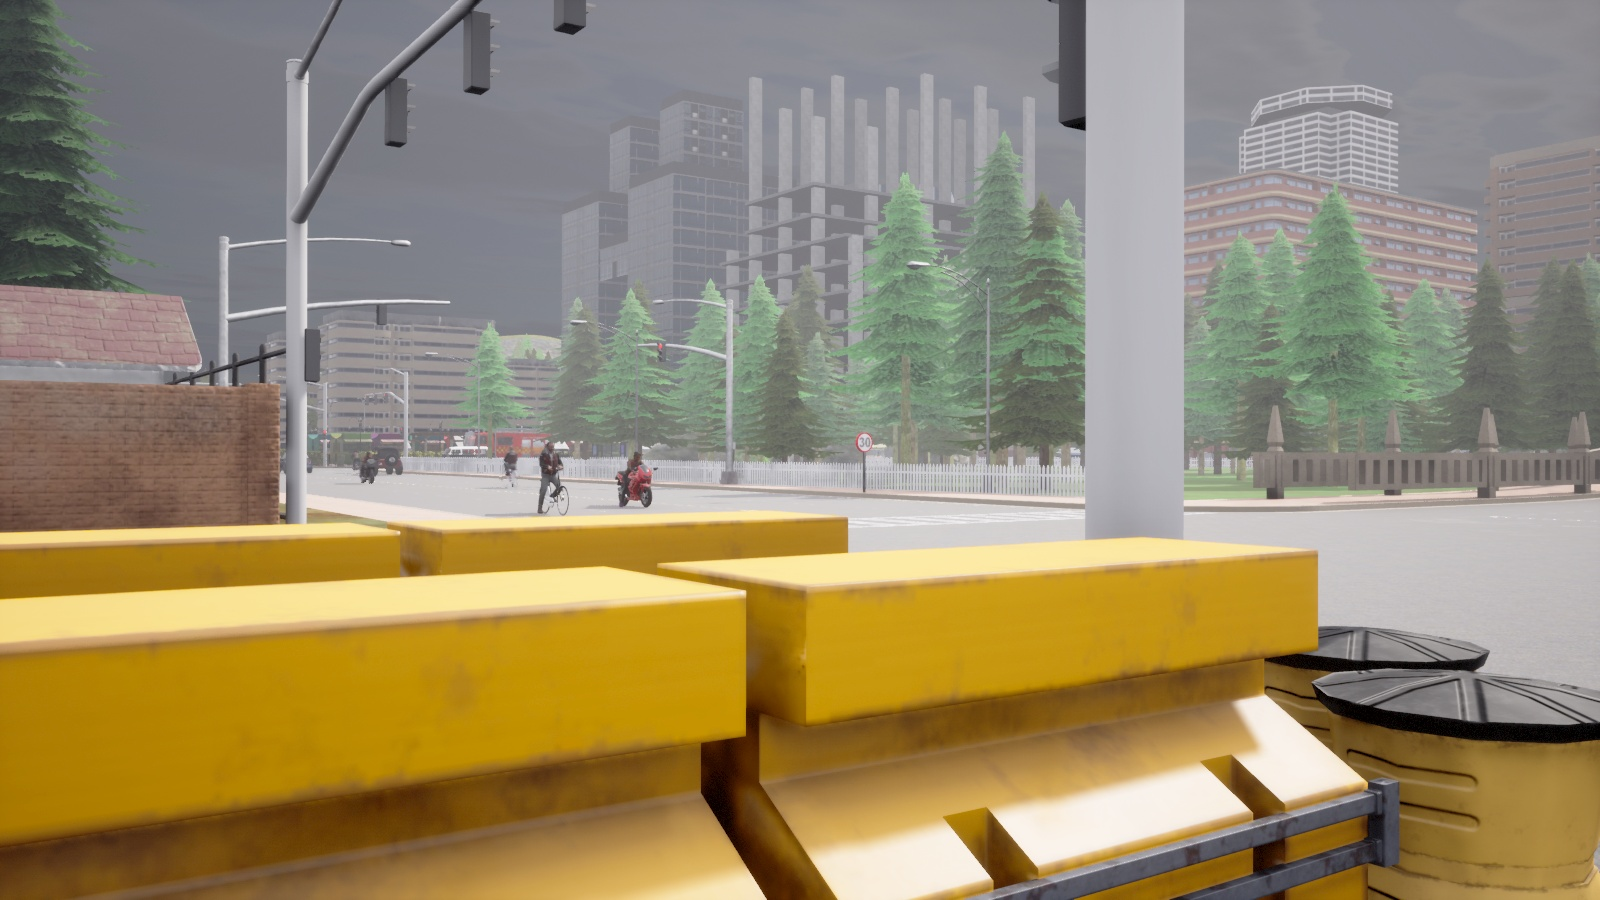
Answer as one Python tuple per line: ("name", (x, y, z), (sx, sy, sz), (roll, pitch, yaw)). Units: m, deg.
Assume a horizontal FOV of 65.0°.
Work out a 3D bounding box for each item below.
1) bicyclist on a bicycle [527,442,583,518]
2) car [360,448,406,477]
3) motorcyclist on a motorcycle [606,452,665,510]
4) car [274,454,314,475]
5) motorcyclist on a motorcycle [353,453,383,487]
("bicyclist on a bicycle", (-5.881, 0.701, 30.030), (0.659, 1.776, 1.843), (0, 0, -33))
("car", (-27.282, 0.799, 82.118), (1.905, 1.878, 3.866), (0, 0, -33))
("motorcyclist on a motorcycle", (-4.504, 0.820, 34.329), (0.797, 1.523, 2.044), (0, 0, -33))
("car", (-35.762, 1.003, 88.727), (1.970, 1.475, 3.806), (0, 0, -33))
("motorcyclist on a motorcycle", (-20.000, 0.911, 58.118), (0.797, 1.523, 2.044), (0, 0, -33))
